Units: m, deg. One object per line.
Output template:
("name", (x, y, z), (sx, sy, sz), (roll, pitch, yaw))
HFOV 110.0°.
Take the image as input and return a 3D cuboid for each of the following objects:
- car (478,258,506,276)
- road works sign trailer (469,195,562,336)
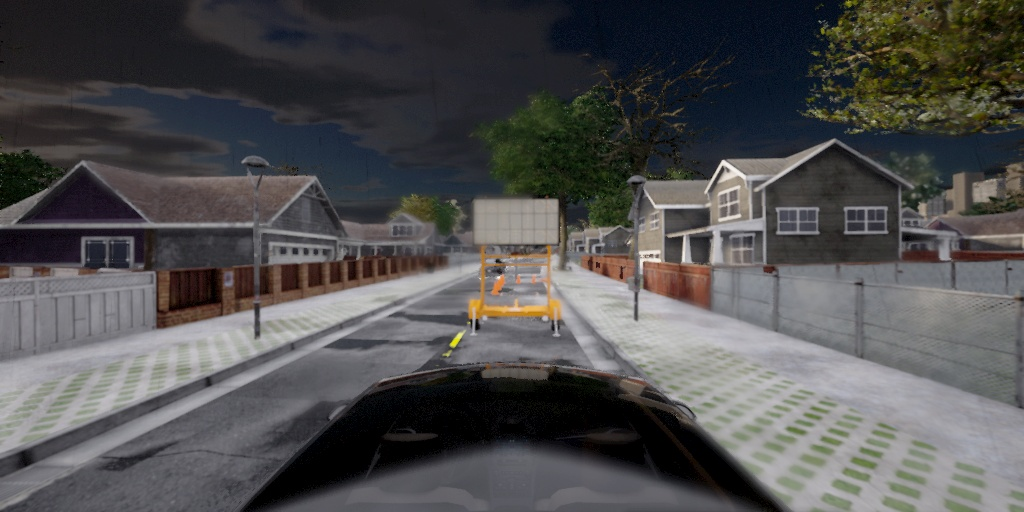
("car", (-1.672, 0.904, 31.369), (1.812, 1.442, 4.674), (0, 1, 4))
("road works sign trailer", (0.121, 0.119, 10.038), (2.380, 3.560, 2.880), (0, 0, 2))
